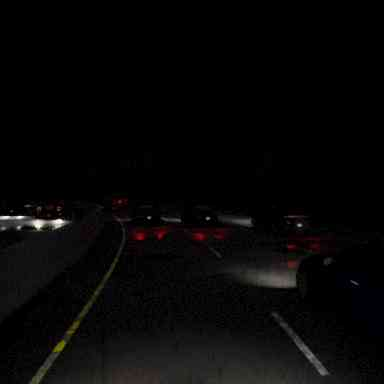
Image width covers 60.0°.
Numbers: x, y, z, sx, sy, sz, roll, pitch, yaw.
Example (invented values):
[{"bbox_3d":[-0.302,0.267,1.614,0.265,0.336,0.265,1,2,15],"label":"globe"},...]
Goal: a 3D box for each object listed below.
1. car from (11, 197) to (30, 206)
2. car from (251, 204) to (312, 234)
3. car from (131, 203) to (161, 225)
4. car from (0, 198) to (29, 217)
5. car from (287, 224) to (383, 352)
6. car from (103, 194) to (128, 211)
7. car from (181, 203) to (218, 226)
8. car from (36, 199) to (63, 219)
[{"bbox_3d":[-31.814,1.742,61.601,1.994,1.385,4.181,-1,0,-43],"label":"car"},{"bbox_3d":[4.958,1.445,19.090,2.128,1.511,4.902,0,0,-11],"label":"car"},{"bbox_3d":[-3.415,1.515,24.235,1.812,1.442,4.674,0,0,-15],"label":"car"},{"bbox_3d":[-17.611,1.642,32.924,1.994,1.385,4.181,0,0,-23],"label":"car"},{"bbox_3d":[3.240,1.506,5.210,1.812,1.442,4.674,0,0,-3],"label":"car"},{"bbox_3d":[-9.518,1.243,41.036,2.150,2.045,5.566,0,0,-25],"label":"car"},{"bbox_3d":[0.469,1.495,23.323,1.812,1.442,4.674,0,0,-13],"label":"car"},{"bbox_3d":[-12.564,1.392,29.514,2.097,1.767,4.553,0,0,-20],"label":"car"}]
